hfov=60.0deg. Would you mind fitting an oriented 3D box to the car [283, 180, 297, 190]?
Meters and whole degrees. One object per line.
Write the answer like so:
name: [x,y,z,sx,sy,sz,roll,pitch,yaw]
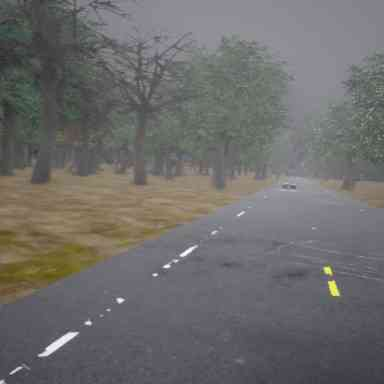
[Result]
car: [14.746,-1.140,50.179,2.033,1.411,5.357,4,4,17]
